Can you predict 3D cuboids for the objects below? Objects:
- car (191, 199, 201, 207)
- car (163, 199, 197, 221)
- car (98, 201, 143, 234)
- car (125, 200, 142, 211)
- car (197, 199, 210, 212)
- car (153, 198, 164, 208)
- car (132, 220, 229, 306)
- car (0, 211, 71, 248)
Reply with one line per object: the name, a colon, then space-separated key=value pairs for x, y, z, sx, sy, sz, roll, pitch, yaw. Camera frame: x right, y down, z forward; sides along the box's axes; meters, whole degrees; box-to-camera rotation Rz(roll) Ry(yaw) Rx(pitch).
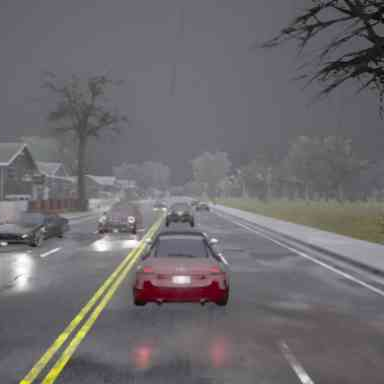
car: x=0.774 y=2.176 z=64.856 sx=1.837 sy=1.490 sz=4.892 roll=1 pitch=-1 yaw=-2
car: x=-0.937 y=1.611 z=25.963 sx=2.097 sy=1.767 sz=4.553 roll=1 pitch=-1 yaw=-2
car: x=-4.165 y=1.509 z=20.030 sx=2.097 sy=1.767 sz=4.553 roll=1 pitch=-1 yaw=-2
car: x=-8.481 y=1.951 z=48.500 sx=1.994 sy=1.385 sz=4.181 roll=1 pitch=0 yaw=-2
car: x=1.482 y=2.038 z=48.009 sx=1.812 sy=1.442 sz=4.674 roll=1 pitch=-1 yaw=-2
car: x=-5.540 y=1.871 z=57.730 sx=2.097 sy=1.767 sz=4.553 roll=1 pitch=-1 yaw=-2
car: x=-0.274 y=1.649 z=8.293 sx=1.994 sy=1.385 sz=4.181 roll=1 pitch=-1 yaw=-2
car: x=-7.245 y=1.616 z=15.337 sx=2.033 sy=1.411 sz=5.357 roll=1 pitch=-1 yaw=-2
